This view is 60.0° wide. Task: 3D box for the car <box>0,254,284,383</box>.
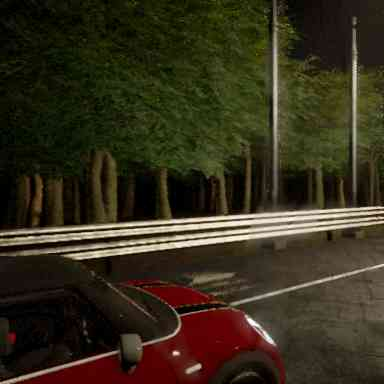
[{"bbox_3d":[-1.332,1.346,2.746,4.553,1.767,2.097,0,0,-35],"label":"car"}]
